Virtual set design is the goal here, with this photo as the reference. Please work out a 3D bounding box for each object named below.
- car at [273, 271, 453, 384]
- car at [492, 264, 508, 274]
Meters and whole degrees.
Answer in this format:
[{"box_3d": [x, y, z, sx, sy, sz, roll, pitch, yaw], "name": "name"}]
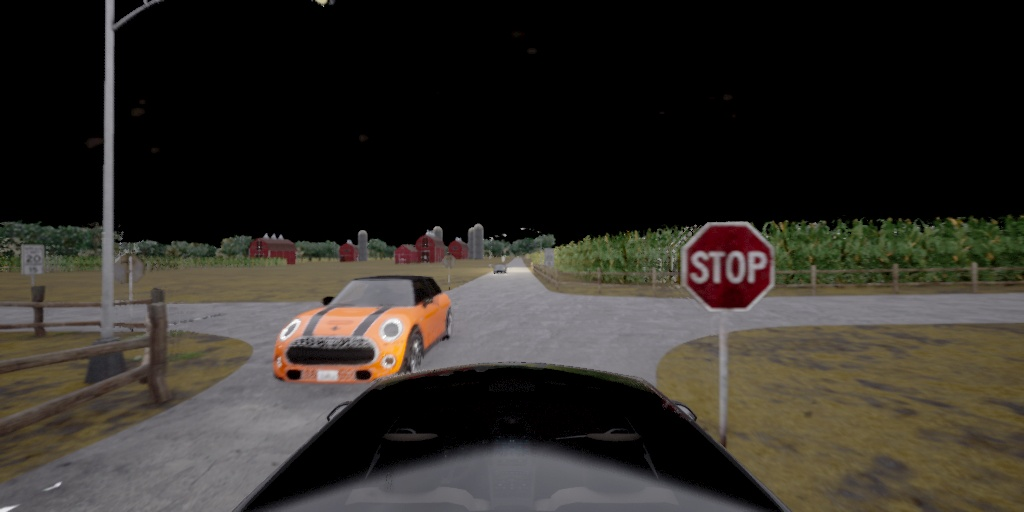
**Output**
[{"box_3d": [-2.601, 1.176, 7.406, 2.097, 1.767, 4.553, 0, -1, 1], "name": "car"}, {"box_3d": [-1.672, 1.910, 51.489, 1.837, 1.490, 4.892, 0, 1, 1], "name": "car"}]
